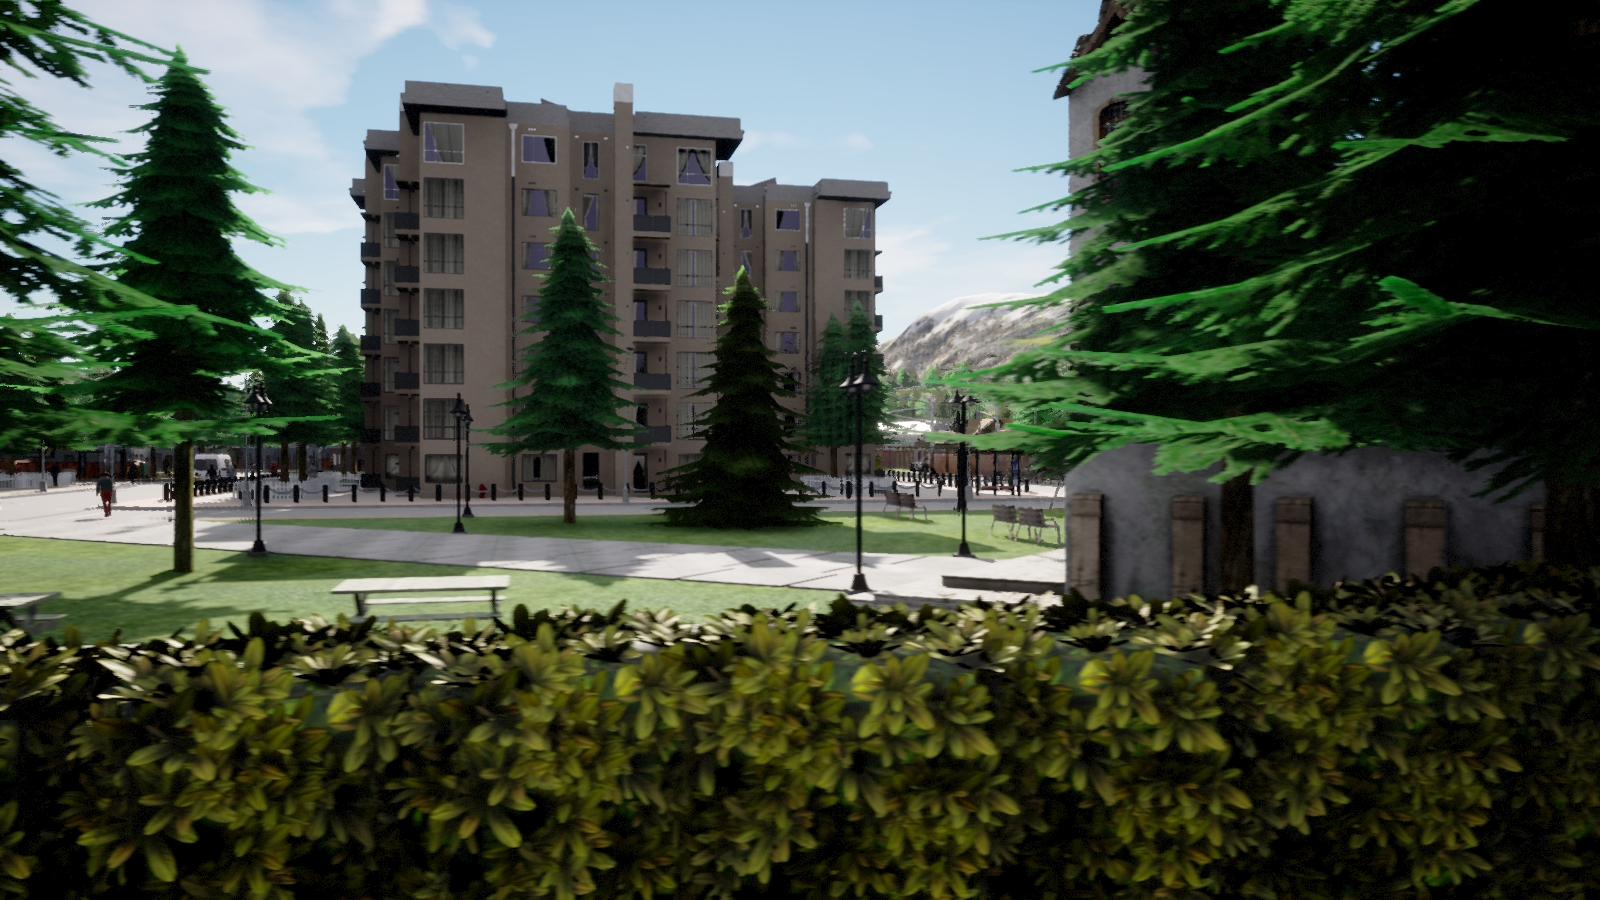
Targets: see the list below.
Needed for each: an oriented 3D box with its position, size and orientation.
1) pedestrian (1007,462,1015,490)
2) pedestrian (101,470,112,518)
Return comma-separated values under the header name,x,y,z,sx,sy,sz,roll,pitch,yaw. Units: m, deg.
name,x,y,z,sx,sy,sz,roll,pitch,yaw
pedestrian,13.944,1.712,75.537,0.375,1.860,0.375,0,0,-14
pedestrian,-26.952,1.695,44.407,0.375,1.860,0.375,0,0,-29
